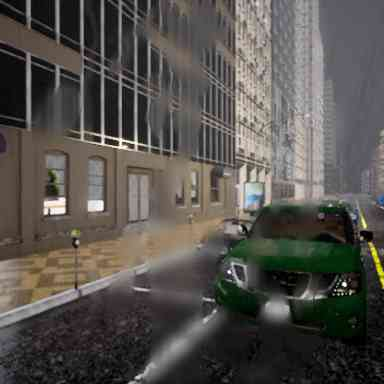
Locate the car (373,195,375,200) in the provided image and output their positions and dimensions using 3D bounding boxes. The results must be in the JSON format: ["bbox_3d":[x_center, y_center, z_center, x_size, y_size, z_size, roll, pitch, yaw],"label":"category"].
[{"bbox_3d":[36.315,1.527,63.679,1.947,1.339,4.313,0,0,26],"label":"car"}]

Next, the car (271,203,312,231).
[{"bbox_3d":[6.512,1.513,21.444,1.752,1.417,4.829,0,0,26],"label":"car"}]

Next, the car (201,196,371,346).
[{"bbox_3d":[2.353,1.216,6.938,2.150,2.045,5.566,0,0,26],"label":"car"}]

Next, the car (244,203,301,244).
[{"bbox_3d":[4.121,1.431,16.515,1.967,1.590,4.097,0,0,26],"label":"car"}]

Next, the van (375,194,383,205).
[{"bbox_3d":[33.848,1.302,58.597,1.690,1.788,3.998,0,0,26],"label":"van"}]

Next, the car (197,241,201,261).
[{"bbox_3d":[1.656,1.546,11.432,2.008,1.369,4.403,0,0,26],"label":"car"}]
